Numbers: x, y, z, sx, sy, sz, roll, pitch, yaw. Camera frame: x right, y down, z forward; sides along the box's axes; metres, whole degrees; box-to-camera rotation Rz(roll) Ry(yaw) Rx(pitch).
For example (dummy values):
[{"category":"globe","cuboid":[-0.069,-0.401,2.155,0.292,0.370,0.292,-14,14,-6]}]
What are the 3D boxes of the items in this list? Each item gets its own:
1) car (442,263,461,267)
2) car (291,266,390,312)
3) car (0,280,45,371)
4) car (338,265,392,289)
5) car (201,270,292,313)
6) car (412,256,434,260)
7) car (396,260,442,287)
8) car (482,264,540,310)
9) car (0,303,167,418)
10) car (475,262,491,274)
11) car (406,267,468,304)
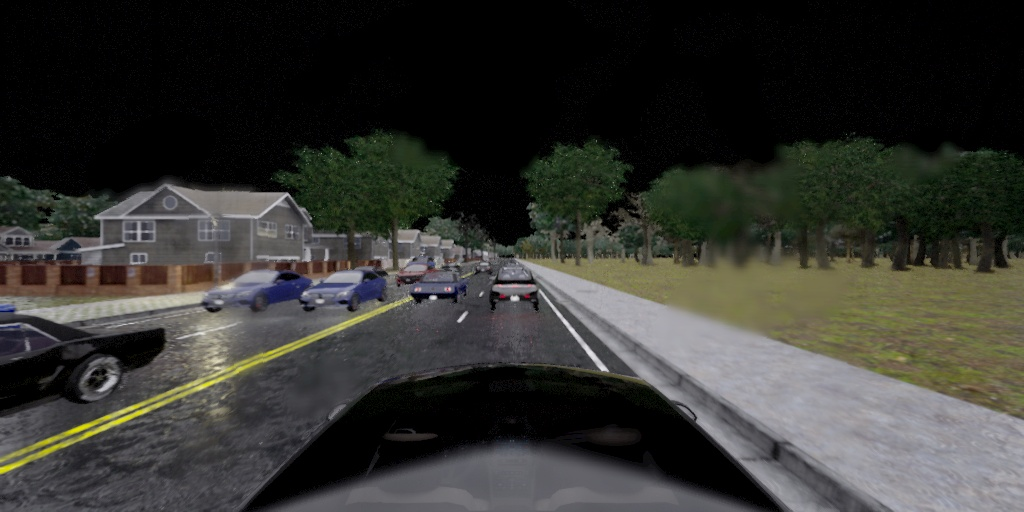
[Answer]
[{"category":"car","cuboid":[-6.516,1.390,38.259,1.994,1.385,4.181,0,0,0]},{"category":"car","cuboid":[-6.555,1.302,14.600,1.812,1.442,4.674,0,0,0]},{"category":"car","cuboid":[-9.843,1.233,4.328,1.882,1.535,5.008,0,0,0]},{"category":"car","cuboid":[-9.813,1.360,24.293,1.994,1.385,4.181,0,0,-1]},{"category":"car","cuboid":[-9.807,1.302,14.373,1.812,1.442,4.674,0,0,0]},{"category":"car","cuboid":[-9.761,1.045,38.851,2.150,2.045,5.566,0,0,0]},{"category":"car","cuboid":[-6.552,1.276,25.169,1.882,1.535,5.008,0,0,0]},{"category":"car","cuboid":[0.096,1.269,14.918,2.128,1.511,4.902,0,0,0]},{"category":"car","cuboid":[-6.596,1.355,3.612,1.895,1.301,4.718,0,0,0]},{"category":"car","cuboid":[-3.164,1.358,41.589,1.812,1.442,4.674,0,0,0]},{"category":"car","cuboid":[-3.152,1.382,16.607,1.895,1.301,4.718,0,0,0]}]
